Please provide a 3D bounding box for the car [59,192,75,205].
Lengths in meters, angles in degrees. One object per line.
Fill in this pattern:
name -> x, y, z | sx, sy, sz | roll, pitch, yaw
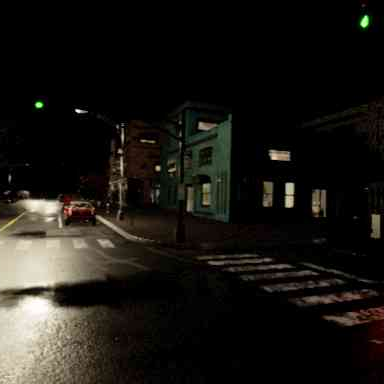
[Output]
car -> -20.538, 1.070, 54.479 | 2.192, 1.841, 5.009 | 3, -1, -22

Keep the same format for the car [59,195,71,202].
car -> -24.820, 1.262, 64.989 | 1.947, 1.339, 4.313 | 3, -1, -22

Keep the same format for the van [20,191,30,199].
van -> -38.956, 0.649, 77.576 | 1.690, 1.788, 3.998 | 3, -1, -22

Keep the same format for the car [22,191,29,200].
car -> -34.697, 0.917, 67.058 | 2.008, 1.369, 4.403 | 3, -1, -22

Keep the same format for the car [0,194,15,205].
car -> -26.161, 1.066, 46.029 | 1.802, 1.307, 4.206 | 3, -1, -22

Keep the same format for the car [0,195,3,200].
car -> -21.824, 1.069, 35.359 | 1.752, 1.417, 4.829 | 3, -1, -22

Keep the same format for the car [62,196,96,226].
car -> -7.736, 1.371, 22.934 | 1.967, 1.590, 4.097 | 3, -1, -22

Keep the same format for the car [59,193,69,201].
car -> -29.083, 1.078, 75.505 | 1.967, 1.590, 4.097 | 3, -1, -22

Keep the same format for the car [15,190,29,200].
car -> -36.820, 0.652, 72.319 | 2.192, 1.841, 5.009 | 3, -1, -22

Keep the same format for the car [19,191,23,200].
car -> -30.429, 0.991, 56.544 | 1.947, 1.339, 4.313 | 3, -1, -22

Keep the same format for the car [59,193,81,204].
car -> -11.999, 1.188, 33.450 | 2.192, 1.841, 5.009 | 3, -1, -22

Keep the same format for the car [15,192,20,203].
car -> -28.295, 1.020, 51.287 | 1.947, 1.339, 4.313 | 3, -1, -22
